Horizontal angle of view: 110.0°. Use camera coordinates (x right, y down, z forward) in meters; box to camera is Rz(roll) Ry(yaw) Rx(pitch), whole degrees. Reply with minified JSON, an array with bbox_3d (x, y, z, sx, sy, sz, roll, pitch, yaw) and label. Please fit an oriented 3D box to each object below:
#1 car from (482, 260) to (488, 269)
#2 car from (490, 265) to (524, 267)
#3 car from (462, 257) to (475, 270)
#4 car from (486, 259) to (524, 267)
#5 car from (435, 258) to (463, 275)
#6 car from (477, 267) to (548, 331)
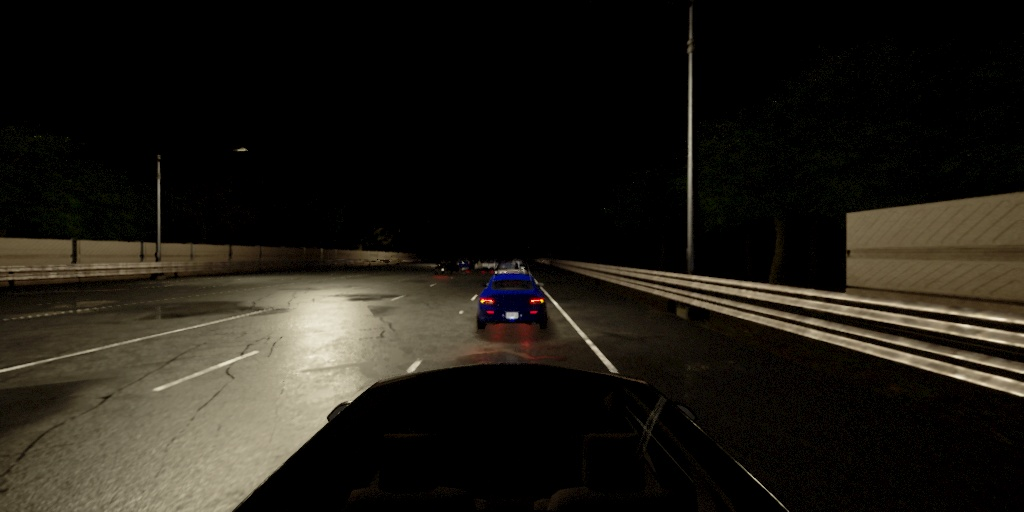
[{"bbox_3d":[-2.854,1.201,49.115,1.895,1.301,4.718,0,0,4],"label":"car"},{"bbox_3d":[0.006,1.267,16.686,1.895,1.301,4.718,0,0,0],"label":"car"},{"bbox_3d":[-6.362,0.970,49.347,2.097,1.767,4.553,0,0,2],"label":"car"},{"bbox_3d":[-0.216,1.136,23.948,2.128,1.511,4.902,0,0,2],"label":"car"},{"bbox_3d":[-6.737,1.129,37.720,1.837,1.490,4.892,0,-1,2],"label":"car"},{"bbox_3d":[0.006,1.224,10.697,1.812,1.442,4.674,0,0,0],"label":"car"}]
